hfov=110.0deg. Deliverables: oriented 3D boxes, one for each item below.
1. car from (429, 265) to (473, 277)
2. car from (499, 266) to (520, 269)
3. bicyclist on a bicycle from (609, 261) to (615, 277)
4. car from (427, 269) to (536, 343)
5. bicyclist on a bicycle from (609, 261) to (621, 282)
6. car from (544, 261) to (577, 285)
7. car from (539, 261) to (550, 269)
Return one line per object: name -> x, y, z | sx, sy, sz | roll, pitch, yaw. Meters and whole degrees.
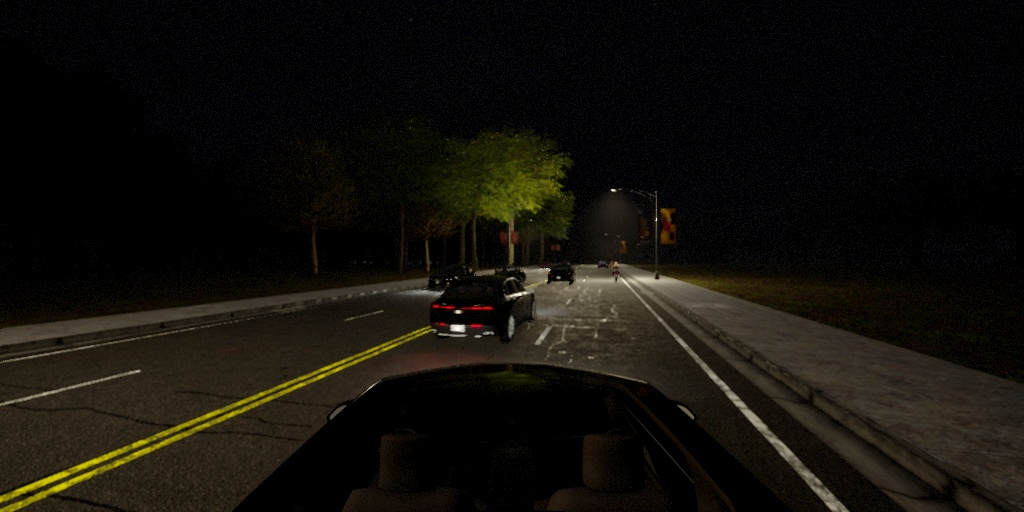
car -> -3.939, 1.364, 24.107 | 1.837, 1.490, 4.892 | 0, 0, 14
car -> -0.221, 1.420, 25.582 | 1.994, 1.385, 4.181 | 0, 0, 14
bicyclist on a bicycle -> 10.682, 1.341, 38.305 | 0.582, 1.620, 1.656 | 0, -1, 14
car -> -0.566, 1.292, 9.965 | 1.837, 1.490, 4.892 | 0, 0, 14
bicyclist on a bicycle -> 8.271, 1.286, 28.565 | 0.866, 1.612, 1.509 | 0, 0, 14
car -> 3.891, 1.382, 27.802 | 1.812, 1.442, 4.674 | 0, 0, 14
car -> 6.118, 1.597, 64.182 | 1.994, 1.385, 4.181 | 0, 0, 14
